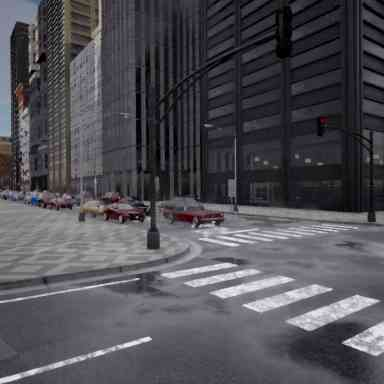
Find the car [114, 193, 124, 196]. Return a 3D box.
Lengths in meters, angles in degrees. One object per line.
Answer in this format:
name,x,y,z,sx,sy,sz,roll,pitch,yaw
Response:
car,-7.980,1.200,42.682,1.947,1.339,4.313,0,1,-36

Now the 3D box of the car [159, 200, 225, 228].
car,0.029,1.479,21.752,1.895,1.301,4.718,-1,1,-35

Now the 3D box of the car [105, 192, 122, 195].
car,-11.279,0.899,47.234,2.192,1.841,5.009,0,1,-36

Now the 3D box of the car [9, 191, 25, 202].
car,-31.386,0.904,60.453,1.967,1.590,4.097,0,1,-36

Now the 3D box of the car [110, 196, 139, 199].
car,-5.248,1.370,29.079,1.994,1.385,4.181,-1,1,-36

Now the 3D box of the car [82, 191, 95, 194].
car,-16.823,1.053,50.431,2.128,1.511,4.902,-1,1,-35

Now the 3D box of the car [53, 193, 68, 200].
car,-27.781,0.855,70.007,1.887,1.381,4.507,0,1,-36

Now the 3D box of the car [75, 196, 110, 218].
car,-8.183,1.353,28.434,1.752,1.417,4.829,0,1,-36

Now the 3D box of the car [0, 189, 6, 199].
car,-37.986,0.665,69.561,2.192,1.841,5.009,0,1,-36

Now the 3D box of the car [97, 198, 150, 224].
car,-4.982,1.416,24.017,1.887,1.381,4.507,0,1,-36

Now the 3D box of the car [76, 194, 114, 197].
car,-10.740,1.275,36.663,2.033,1.411,5.357,-1,1,-36

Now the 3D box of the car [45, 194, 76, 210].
car,-14.884,1.276,37.681,1.887,1.381,4.507,0,1,-36

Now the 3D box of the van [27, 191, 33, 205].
van,-21.484,0.970,46.789,1.690,1.788,3.998,0,1,-36

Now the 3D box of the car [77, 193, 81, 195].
car,-16.520,1.166,44.682,1.812,1.442,4.674,-1,1,-35

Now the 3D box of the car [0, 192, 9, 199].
car,-44.588,0.778,78.671,1.887,1.381,4.507,0,1,-36

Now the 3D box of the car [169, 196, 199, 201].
car,-1.027,1.143,28.695,2.097,1.767,4.553,-1,1,-36

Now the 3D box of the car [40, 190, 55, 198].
car,-34.381,0.510,79.113,2.192,1.841,5.009,0,1,-36

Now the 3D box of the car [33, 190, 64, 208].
car,-18.184,0.996,42.234,2.192,1.841,5.009,0,1,-36

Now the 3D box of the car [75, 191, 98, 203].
car,-17.879,0.794,56.343,2.192,1.841,5.009,0,1,-36

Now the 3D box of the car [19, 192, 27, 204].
car,-24.786,1.126,51.345,2.008,1.369,4.403,0,1,-36

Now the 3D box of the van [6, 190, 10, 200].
van,-34.686,0.748,65.007,1.690,1.788,3.998,0,1,-36

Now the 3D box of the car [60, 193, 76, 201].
car,-24.481,0.949,65.454,1.802,1.307,4.206,0,1,-36
